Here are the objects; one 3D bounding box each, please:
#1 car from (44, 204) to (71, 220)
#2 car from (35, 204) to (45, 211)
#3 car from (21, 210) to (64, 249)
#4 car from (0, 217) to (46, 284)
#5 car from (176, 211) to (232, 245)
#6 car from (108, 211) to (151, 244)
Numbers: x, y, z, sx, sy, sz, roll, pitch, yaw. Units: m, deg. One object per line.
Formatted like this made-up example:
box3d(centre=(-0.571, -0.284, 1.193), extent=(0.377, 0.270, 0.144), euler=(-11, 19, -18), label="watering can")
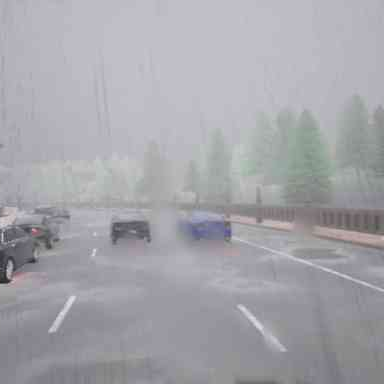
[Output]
box3d(centre=(-14.670, 2.316, 36.744), extent=(2.033, 1.411, 5.357), euler=(-1, -1, -28), label="car")
box3d(centre=(-21.108, 2.516, 47.743), extent=(1.882, 1.535, 5.008), euler=(-1, -1, -38), label="car")
box3d(centre=(-7.539, 1.864, 16.054), extent=(1.837, 1.490, 4.892), euler=(-1, -1, -16), label="car")
box3d(centre=(-6.094, 1.760, 10.189), extent=(1.837, 1.490, 4.892), euler=(-1, -1, -12), label="car")
box3d(centre=(0.446, 1.693, 17.060), extent=(1.882, 1.535, 5.008), euler=(-1, -1, -14), label="car")
box3d(centre=(-3.405, 1.779, 17.886), extent=(1.882, 1.535, 5.008), euler=(-1, -1, -16), label="car")
